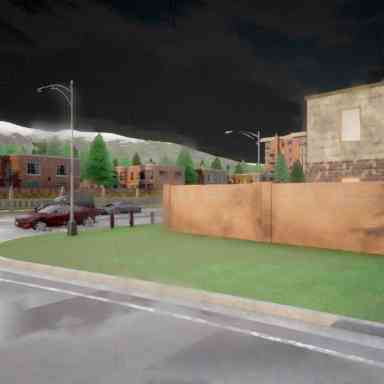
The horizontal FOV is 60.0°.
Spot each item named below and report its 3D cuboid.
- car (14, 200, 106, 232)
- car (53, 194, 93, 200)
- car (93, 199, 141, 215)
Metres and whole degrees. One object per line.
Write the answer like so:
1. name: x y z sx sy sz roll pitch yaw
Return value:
1. car: -8.139 1.477 20.445 1.882 1.535 5.008 0 0 42
2. car: -11.995 1.223 31.937 2.150 2.045 5.566 0 0 41
3. car: -6.992 1.563 32.307 1.994 1.385 4.181 0 0 41
